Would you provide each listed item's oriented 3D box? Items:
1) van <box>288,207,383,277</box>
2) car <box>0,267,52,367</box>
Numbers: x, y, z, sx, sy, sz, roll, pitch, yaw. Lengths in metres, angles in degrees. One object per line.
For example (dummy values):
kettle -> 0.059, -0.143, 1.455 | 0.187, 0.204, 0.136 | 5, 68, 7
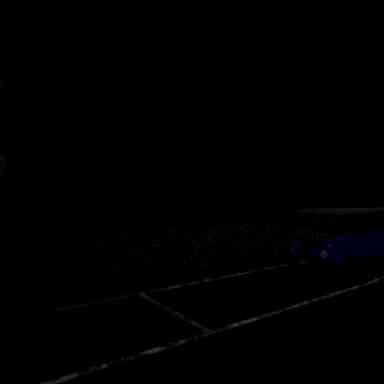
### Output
van -> 4.621, 1.347, 9.942 | 3.998, 1.788, 1.690 | 0, 0, -36
car -> -3.990, 1.550, 3.799 | 4.403, 1.369, 2.008 | 0, 0, -36
